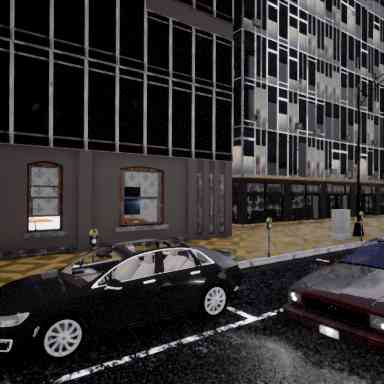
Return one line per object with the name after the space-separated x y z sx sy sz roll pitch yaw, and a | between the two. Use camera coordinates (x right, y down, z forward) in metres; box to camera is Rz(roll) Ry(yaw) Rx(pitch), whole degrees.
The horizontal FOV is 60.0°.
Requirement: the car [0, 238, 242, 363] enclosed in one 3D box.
-1.072 1.551 5.786 4.403 1.369 2.008 0 0 -35 | car

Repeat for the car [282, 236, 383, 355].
4.064 1.547 6.148 5.357 1.411 2.033 0 0 -35 | car
